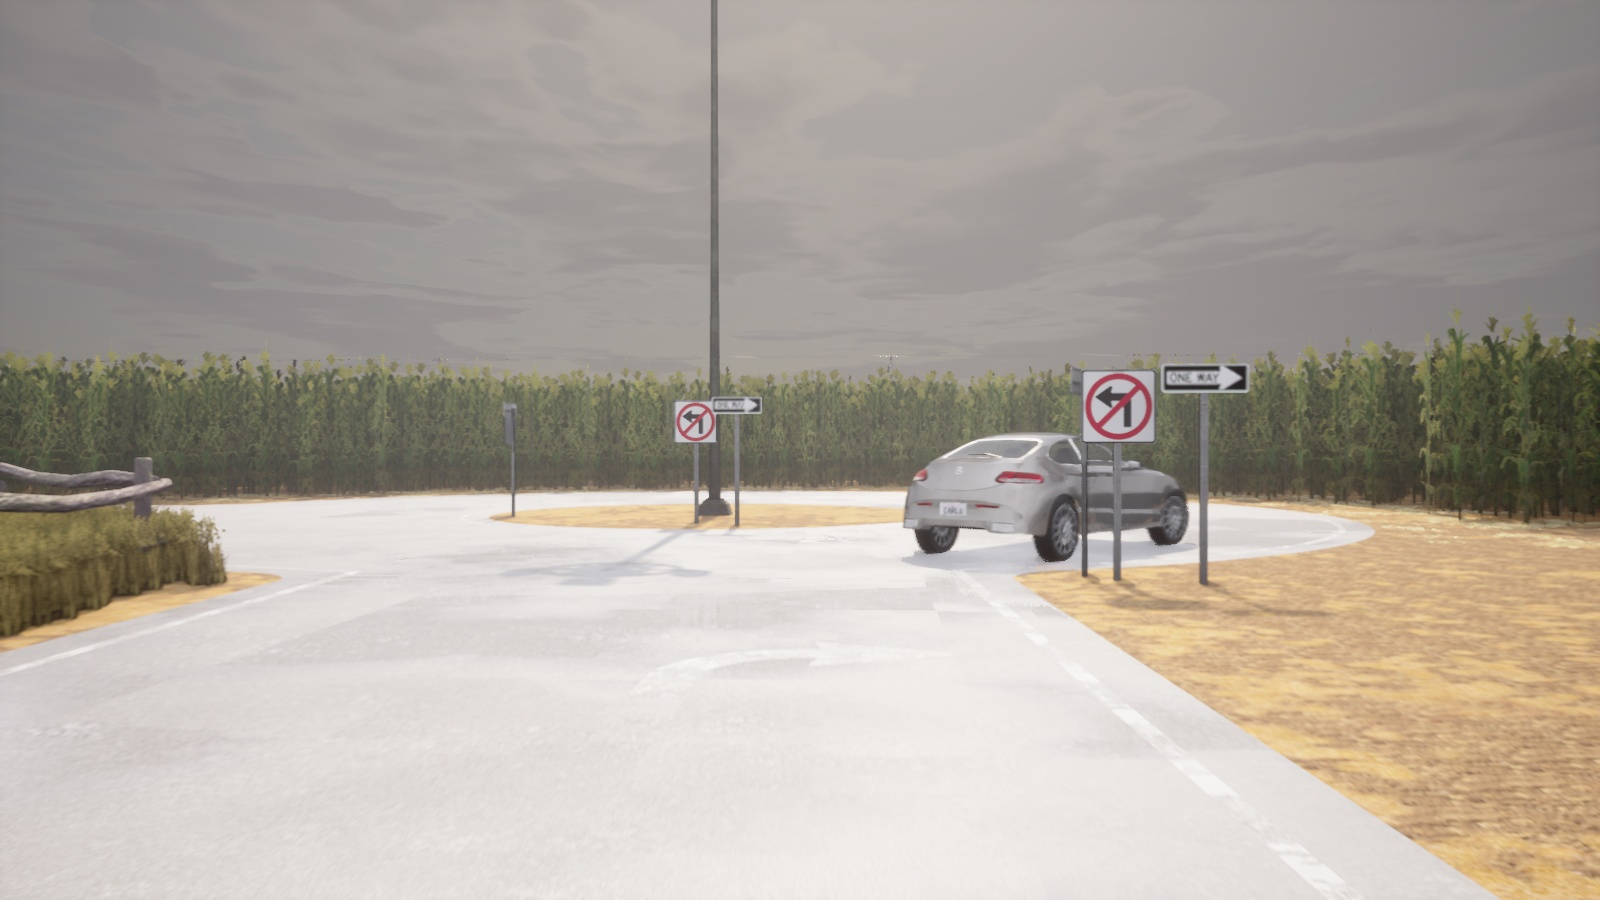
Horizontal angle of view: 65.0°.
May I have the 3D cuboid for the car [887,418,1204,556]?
[{"bbox_3d":[3.585,0.429,17.556,2.152,1.651,5.027,0,0,41],"label":"car"}]
